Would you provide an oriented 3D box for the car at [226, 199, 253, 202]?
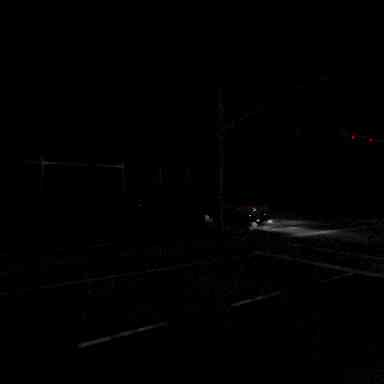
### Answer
[{"bbox_3d":[4.544,1.398,28.836,2.097,1.767,4.553,0,0,-36],"label":"car"}]

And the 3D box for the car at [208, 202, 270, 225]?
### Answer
[{"bbox_3d":[3.288,1.648,24.508,1.895,1.301,4.718,0,0,-34],"label":"car"}]
